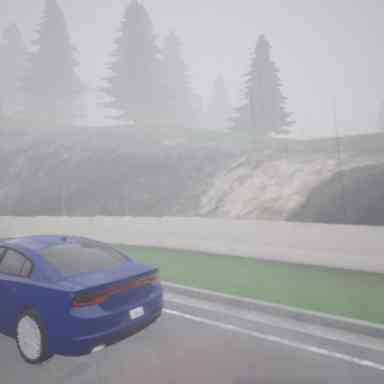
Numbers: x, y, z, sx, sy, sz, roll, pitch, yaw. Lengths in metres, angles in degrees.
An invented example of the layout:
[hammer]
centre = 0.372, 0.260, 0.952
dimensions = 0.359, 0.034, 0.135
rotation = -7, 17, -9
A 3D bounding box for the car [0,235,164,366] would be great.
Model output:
[car]
centre = -2.789, 1.514, 5.938
dimensions = 5.008, 1.535, 1.882
rotation = -1, 0, 34
